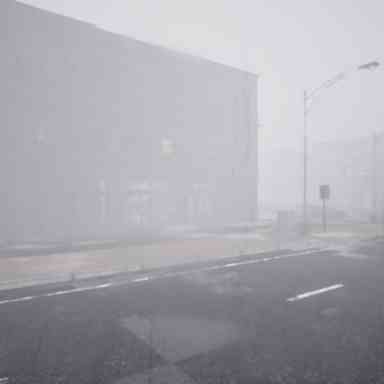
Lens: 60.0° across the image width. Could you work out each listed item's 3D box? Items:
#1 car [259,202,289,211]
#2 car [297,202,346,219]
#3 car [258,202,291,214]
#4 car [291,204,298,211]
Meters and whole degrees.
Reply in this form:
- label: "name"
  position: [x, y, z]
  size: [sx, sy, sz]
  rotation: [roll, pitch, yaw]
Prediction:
- label: "car"
  position: [12.193, 2.144, 49.896]
  size: [1.802, 1.307, 4.206]
  rotation: [-1, 0, -36]
- label: "car"
  position: [13.340, 2.001, 33.661]
  size: [1.947, 1.339, 4.313]
  rotation: [-1, 0, -36]
- label: "car"
  position: [9.748, 2.087, 43.371]
  size: [2.033, 1.411, 5.357]
  rotation: [0, 0, -36]
- label: "car"
  position: [15.410, 2.050, 45.391]
  size: [2.008, 1.369, 4.403]
  rotation: [-1, 0, -36]
